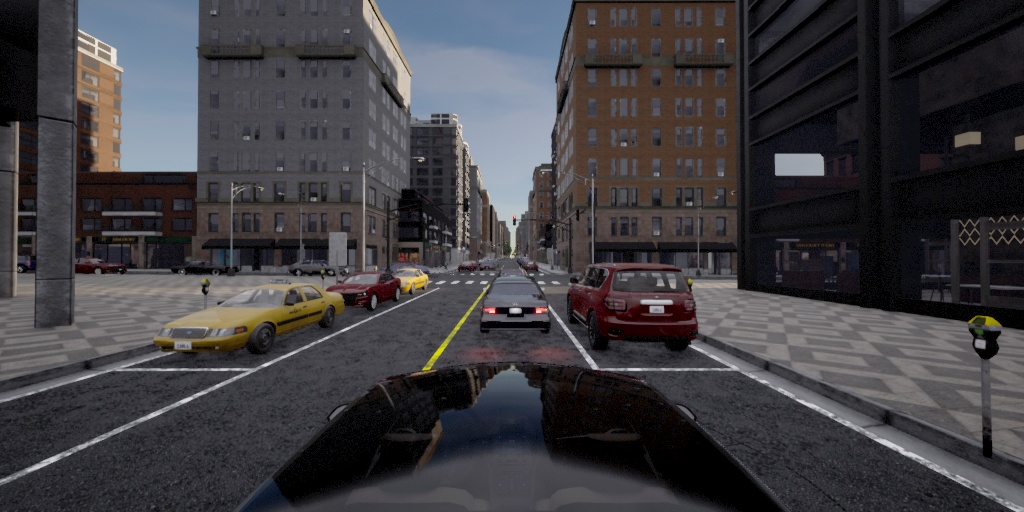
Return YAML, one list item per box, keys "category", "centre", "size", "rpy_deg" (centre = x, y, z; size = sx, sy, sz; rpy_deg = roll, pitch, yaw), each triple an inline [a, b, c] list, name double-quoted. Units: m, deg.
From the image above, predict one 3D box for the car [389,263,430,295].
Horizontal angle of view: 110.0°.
- category: "car"
  centre: [-5.908, 1.279, 20.050]
  size: [1.751, 1.417, 4.829]
  rpy_deg: [0, 0, 0]

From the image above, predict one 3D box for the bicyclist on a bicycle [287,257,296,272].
- category: "bicyclist on a bicycle"
  centre: [-23.113, 0.909, 37.632]
  size: [0.582, 1.620, 1.656]
  rpy_deg: [0, 0, 0]

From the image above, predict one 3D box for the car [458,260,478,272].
- category: "car"
  centre: [-5.985, 1.306, 47.239]
  size: [1.888, 1.381, 4.507]
  rpy_deg: [0, 0, 0]

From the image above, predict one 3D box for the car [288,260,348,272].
- category: "car"
  centre: [-16.843, 1.092, 31.371]
  size: [4.902, 1.511, 2.128]
  rpy_deg: [1, -1, 0]

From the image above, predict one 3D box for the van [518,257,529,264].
- category: "van"
  centre: [2.494, 1.108, 64.274]
  size: [1.690, 1.789, 3.998]
  rpy_deg: [0, 0, 0]

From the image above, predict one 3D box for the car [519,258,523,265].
- category: "car"
  centre: [2.510, 1.346, 58.601]
  size: [1.802, 1.307, 4.207]
  rpy_deg: [0, 0, 0]

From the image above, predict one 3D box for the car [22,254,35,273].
- category: "car"
  centre: [-47.617, 0.704, 34.615]
  size: [4.553, 1.767, 2.097]
  rpy_deg: [1, -1, 1]

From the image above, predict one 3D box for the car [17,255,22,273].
- category: "car"
  centre: [-46.944, 0.831, 31.512]
  size: [4.892, 1.490, 1.837]
  rpy_deg: [1, -1, 1]

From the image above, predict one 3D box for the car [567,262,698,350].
- category: "car"
  centre: [2.649, 1.066, 8.986]
  size: [2.192, 1.841, 5.009]
  rpy_deg: [0, 0, 0]

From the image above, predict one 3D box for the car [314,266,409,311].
- category: "car"
  centre: [-5.893, 1.298, 14.595]
  size: [1.888, 1.381, 4.507]
  rpy_deg: [0, 0, 0]

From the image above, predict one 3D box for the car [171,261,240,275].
- category: "car"
  centre: [-26.740, 1.112, 31.403]
  size: [4.718, 1.301, 1.895]
  rpy_deg: [1, -1, 0]

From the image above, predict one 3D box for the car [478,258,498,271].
- category: "car"
  centre: [-3.225, 1.325, 47.738]
  size: [1.994, 1.385, 4.181]
  rpy_deg: [0, 0, 0]

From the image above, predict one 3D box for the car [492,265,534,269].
- category: "car"
  centre: [0.018, 1.355, 20.444]
  size: [1.895, 1.301, 4.718]
  rpy_deg: [0, 0, 0]

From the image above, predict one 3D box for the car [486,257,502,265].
- category: "car"
  centre: [-3.237, 1.330, 60.292]
  size: [1.994, 1.385, 4.181]
  rpy_deg: [0, 0, 0]

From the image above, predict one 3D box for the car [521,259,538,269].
- category: "car"
  centre: [2.542, 1.343, 47.254]
  size: [1.802, 1.307, 4.207]
  rpy_deg: [0, 0, 0]

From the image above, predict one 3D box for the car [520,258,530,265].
- category: "car"
  centre: [2.526, 1.344, 52.927]
  size: [1.802, 1.307, 4.207]
  rpy_deg: [0, 0, 0]

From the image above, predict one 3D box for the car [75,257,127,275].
- category: "car"
  centre: [-36.835, 0.897, 31.446]
  size: [5.008, 1.535, 1.882]
  rpy_deg: [1, -1, 0]

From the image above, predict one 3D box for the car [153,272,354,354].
- category: "car"
  centre: [-5.876, 1.277, 8.801]
  size: [1.751, 1.417, 4.829]
  rpy_deg: [0, 0, 0]

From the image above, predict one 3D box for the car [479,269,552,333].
- category: "car"
  centre: [0.067, 1.300, 10.717]
  size: [2.033, 1.411, 5.357]
  rpy_deg: [0, 0, 0]
